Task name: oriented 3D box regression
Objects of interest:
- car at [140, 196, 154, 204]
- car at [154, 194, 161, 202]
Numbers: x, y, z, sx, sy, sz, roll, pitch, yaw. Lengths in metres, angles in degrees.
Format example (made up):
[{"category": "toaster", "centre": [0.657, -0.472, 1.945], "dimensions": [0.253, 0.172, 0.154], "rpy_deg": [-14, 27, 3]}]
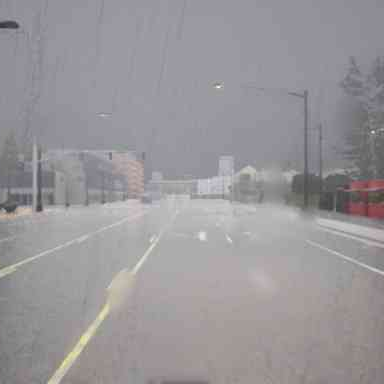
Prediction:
[{"category": "car", "centre": [-10.493, 1.840, 75.472], "dimensions": [2.097, 1.767, 4.553], "rpy_deg": [0, 0, 0]}, {"category": "car", "centre": [-10.491, 1.870, 92.513], "dimensions": [1.837, 1.490, 4.892], "rpy_deg": [0, 1, 0]}]
